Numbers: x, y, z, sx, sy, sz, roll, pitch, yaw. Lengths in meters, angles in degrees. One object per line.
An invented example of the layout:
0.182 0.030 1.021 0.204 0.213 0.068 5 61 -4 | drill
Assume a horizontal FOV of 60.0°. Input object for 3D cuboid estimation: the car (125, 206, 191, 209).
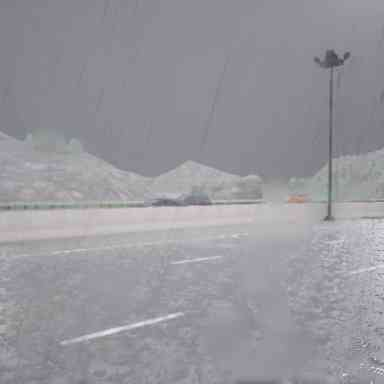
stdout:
-2.394 1.205 23.327 4.892 1.490 1.837 1 0 -32 | car
